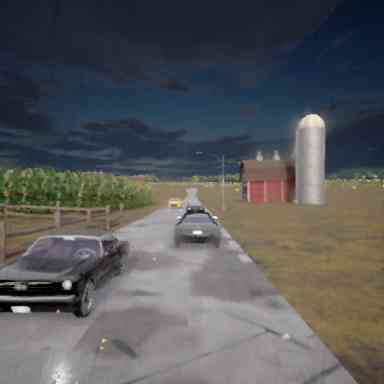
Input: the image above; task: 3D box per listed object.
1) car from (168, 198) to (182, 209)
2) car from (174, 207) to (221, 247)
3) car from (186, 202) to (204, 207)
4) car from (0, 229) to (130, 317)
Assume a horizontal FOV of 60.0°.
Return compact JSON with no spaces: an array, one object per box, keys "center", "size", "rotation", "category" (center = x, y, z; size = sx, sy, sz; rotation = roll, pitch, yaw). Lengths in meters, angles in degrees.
[{"center":[-2.521,1.677,49.701],"size":[1.882,1.535,5.008],"rotation":[0,0,1],"category":"car"},{"center":[0.231,1.592,15.300],"size":[1.994,1.385,4.181],"rotation":[0,0,0],"category":"car"},{"center":[0.324,1.719,35.216],"size":[1.895,1.301,4.718],"rotation":[0,0,0],"category":"car"},{"center":[-2.755,1.601,7.585],"size":[1.895,1.301,4.718],"rotation":[0,0,0],"category":"car"}]
